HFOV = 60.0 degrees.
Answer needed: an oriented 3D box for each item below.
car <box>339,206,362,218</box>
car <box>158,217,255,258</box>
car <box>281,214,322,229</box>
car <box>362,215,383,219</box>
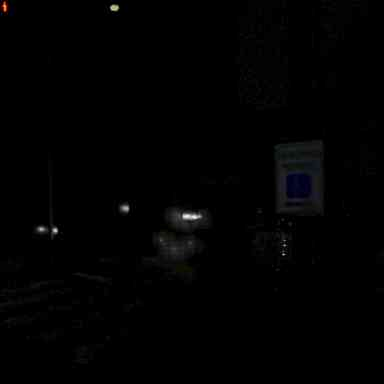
[{"bbox_3d":[19.247,2.373,40.013,2.033,1.411,5.357,-1,-2,36],"label":"car"},{"bbox_3d":[0.904,1.815,14.441,2.033,1.411,5.357,-1,-1,36],"label":"car"},{"bbox_3d":[8.151,1.955,24.597,2.128,1.511,4.902,-1,-2,35],"label":"car"},{"bbox_3d":[20.899,2.243,37.385,1.882,1.535,5.008,-1,-2,36],"label":"car"}]
